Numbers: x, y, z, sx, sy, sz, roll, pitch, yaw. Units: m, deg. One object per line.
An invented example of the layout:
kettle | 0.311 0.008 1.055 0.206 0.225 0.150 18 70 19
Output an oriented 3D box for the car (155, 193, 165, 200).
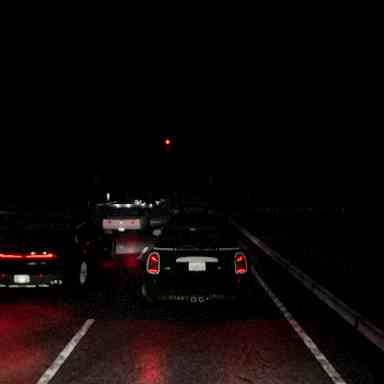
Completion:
car | -7.314 0.960 76.465 2.033 1.411 5.357 0 1 -1

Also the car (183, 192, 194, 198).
car | -0.695 0.809 86.048 1.812 1.442 4.674 0 1 -4

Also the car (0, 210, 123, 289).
car | -3.416 1.479 9.095 1.837 1.490 4.892 0 0 0

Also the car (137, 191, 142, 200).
car | -10.692 0.784 63.262 2.150 2.045 5.566 0 1 0

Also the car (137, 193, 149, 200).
car | -10.744 0.981 73.487 2.128 1.511 4.902 0 1 -1

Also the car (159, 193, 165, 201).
car | -7.183 1.083 66.038 2.033 1.411 5.357 0 1 1

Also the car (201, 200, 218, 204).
car | 0.058 1.408 17.240 2.128 1.511 4.902 0 0 1

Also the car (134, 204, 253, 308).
car | 0.087 1.332 8.043 2.097 1.767 4.553 0 0 0

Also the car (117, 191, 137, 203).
car | -10.704 0.992 53.822 2.097 1.767 4.553 0 0 0

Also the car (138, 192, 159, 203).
car | -7.209 1.171 55.970 2.033 1.411 5.357 0 0 0

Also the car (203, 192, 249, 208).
car | 3.827 0.983 37.848 5.566 2.045 2.150 0 0 -14

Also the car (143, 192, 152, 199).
car | -11.081 0.848 83.708 1.812 1.442 4.674 0 1 -2

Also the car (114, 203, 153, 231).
car | -3.438 1.509 18.416 1.895 1.301 4.718 0 0 0

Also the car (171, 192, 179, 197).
car | -4.933 0.654 95.508 1.837 1.490 4.892 0 1 -7

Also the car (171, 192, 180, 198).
car | -4.154 0.782 85.348 1.882 1.535 5.008 0 1 -4

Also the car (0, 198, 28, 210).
car | -21.139 1.367 37.168 4.718 1.301 1.895 0 0 -3
